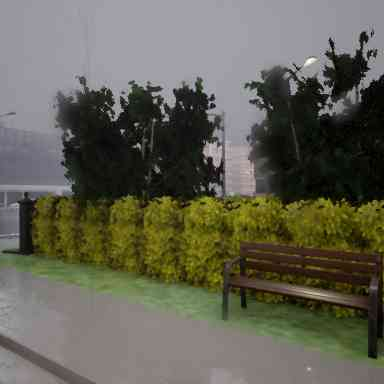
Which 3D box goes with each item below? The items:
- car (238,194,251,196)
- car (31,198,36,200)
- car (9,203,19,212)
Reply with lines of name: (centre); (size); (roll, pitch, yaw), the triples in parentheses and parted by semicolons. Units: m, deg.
car: (8.111, 0.969, 51.520); (1.882, 1.535, 5.008); (0, 2, 35)
car: (-15.821, 1.515, 36.061); (1.994, 1.385, 4.181); (0, 0, 35)
car: (-18.543, 1.477, 38.297); (1.812, 1.442, 4.674); (0, 0, 33)
